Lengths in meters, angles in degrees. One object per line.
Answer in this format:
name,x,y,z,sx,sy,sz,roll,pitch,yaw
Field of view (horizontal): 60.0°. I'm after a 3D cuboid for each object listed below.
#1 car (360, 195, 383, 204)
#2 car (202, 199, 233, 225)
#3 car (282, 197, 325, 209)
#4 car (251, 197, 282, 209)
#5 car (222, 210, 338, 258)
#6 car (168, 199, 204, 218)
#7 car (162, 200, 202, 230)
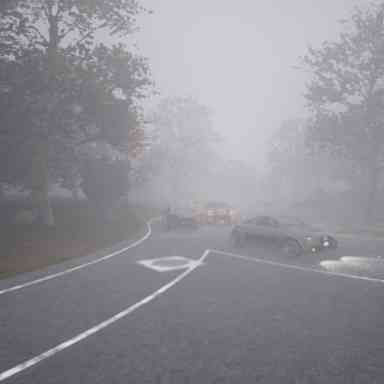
car,26.054,1.101,46.815,4.553,1.767,2.097,1,0,17
car,1.833,1.393,24.248,2.097,1.767,4.553,0,0,-4
car,15.044,1.446,43.920,5.008,1.535,1.882,-1,-1,-12
car,10.287,1.502,45.381,4.902,1.511,2.128,-1,0,-24
car,3.432,1.592,12.997,1.994,1.385,4.181,0,0,-36
car,-0.457,1.529,32.621,1.882,1.535,5.008,0,0,20
car,-0.883,1.519,21.811,1.882,1.535,5.008,0,0,-9
